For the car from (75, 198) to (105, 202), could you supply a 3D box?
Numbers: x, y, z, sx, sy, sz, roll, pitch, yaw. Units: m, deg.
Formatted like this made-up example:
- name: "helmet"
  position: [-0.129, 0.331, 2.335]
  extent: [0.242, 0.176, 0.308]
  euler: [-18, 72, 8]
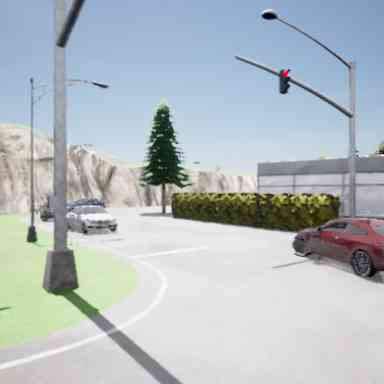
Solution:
- name: "car"
  position: [-11.849, 1.438, 37.267]
  extent: [1.882, 1.535, 5.008]
  euler: [0, 0, 27]

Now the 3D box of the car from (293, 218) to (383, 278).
- name: "car"
  position: [4.942, 1.497, 10.053]
  extent: [1.812, 1.442, 4.674]
  euler: [1, 0, -14]

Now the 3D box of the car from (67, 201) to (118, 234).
- name: "car"
  position: [-5.967, 1.505, 19.461]
  extent: [1.812, 1.442, 4.674]
  euler: [0, 0, -36]

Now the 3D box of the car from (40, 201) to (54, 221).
- name: "car"
  position: [-11.185, 1.482, 27.025]
  extent: [1.837, 1.490, 4.892]
  euler: [0, 0, -28]
